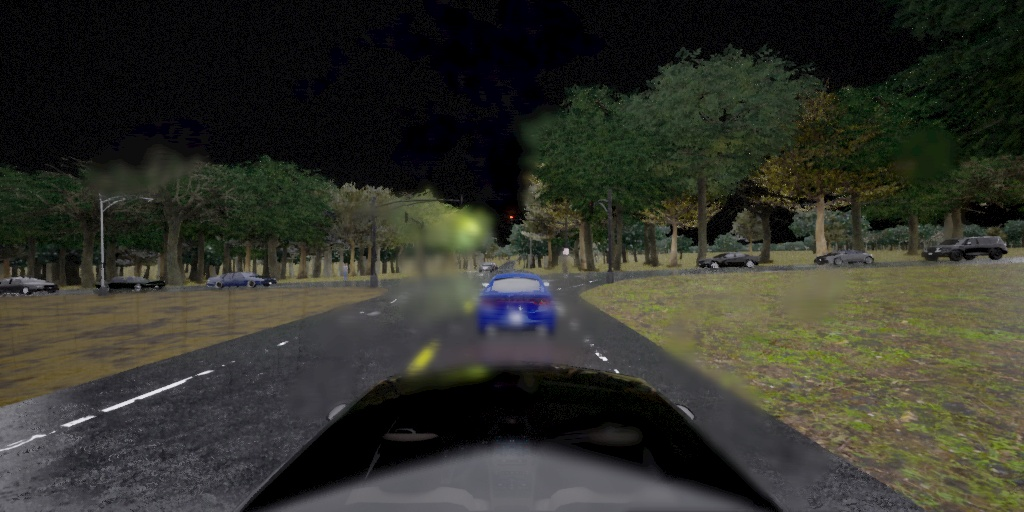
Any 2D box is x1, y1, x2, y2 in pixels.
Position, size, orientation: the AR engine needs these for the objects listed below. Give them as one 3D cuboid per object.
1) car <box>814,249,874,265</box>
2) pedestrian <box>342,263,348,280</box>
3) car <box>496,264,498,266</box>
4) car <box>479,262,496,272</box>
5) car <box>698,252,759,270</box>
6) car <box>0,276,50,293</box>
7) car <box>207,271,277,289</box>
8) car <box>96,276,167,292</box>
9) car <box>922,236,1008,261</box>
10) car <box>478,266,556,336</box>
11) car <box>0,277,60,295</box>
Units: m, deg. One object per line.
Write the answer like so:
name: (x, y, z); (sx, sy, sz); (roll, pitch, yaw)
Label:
car: (29.956, 0.100, 32.459); (4.181, 1.385, 1.994); (-2, -1, 2)
pedestrian: (-17.865, 1.680, 38.444); (0.375, 1.860, 0.375); (0, 1, 3)
car: (-4.001, 1.844, 62.989); (2.128, 1.511, 4.902); (0, -1, -1)
car: (-3.873, 1.677, 53.603); (2.128, 1.511, 4.902); (0, -1, -1)
car: (19.771, 0.415, 32.895); (5.008, 1.535, 1.882); (-2, -1, 3)
car: (-49.997, 2.884, 36.024); (5.008, 1.535, 1.882); (-2, -1, 3)
car: (-23.429, 2.047, 31.117); (5.357, 1.411, 2.033); (-2, -1, 6)
car: (-33.351, 2.437, 31.549); (4.718, 1.301, 1.895); (-2, -1, 3)
car: (40.324, -0.639, 32.007); (5.566, 2.045, 2.150); (-2, -1, 2)
car: (0.140, 1.233, 10.486); (1.882, 1.535, 5.008); (0, 0, 1)
car: (-43.515, 2.671, 32.032); (4.892, 1.490, 1.837); (-2, -1, 3)
